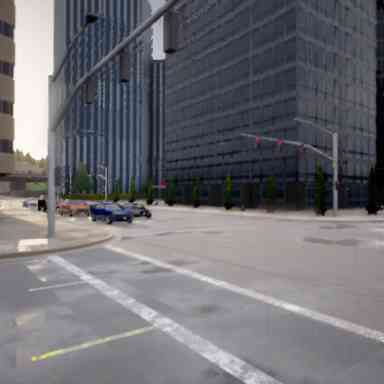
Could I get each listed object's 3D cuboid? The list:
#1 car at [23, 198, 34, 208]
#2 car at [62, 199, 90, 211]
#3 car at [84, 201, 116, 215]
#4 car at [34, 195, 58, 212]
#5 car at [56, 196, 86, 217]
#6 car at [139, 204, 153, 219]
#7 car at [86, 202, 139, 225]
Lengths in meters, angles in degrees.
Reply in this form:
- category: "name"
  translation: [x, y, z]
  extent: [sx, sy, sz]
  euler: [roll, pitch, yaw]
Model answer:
- category: "car"
  translation: [-24.808, 1.658, 51.428]
  extent: [1.812, 1.442, 4.674]
  euler: [0, 0, -35]
- category: "car"
  translation: [-15.607, 1.700, 44.618]
  extent: [2.033, 1.411, 5.357]
  euler: [0, 0, -36]
- category: "car"
  translation: [-10.466, 1.752, 37.537]
  extent: [1.895, 1.301, 4.718]
  euler: [0, 0, -36]
- category: "car"
  translation: [-17.685, 1.351, 41.529]
  extent: [2.150, 2.045, 5.566]
  euler: [0, 0, -36]
- category: "car"
  translation: [-11.590, 1.480, 33.142]
  extent: [2.097, 1.767, 4.553]
  euler: [0, 0, -36]
- category: "car"
  translation: [-5.315, 1.714, 30.451]
  extent: [1.994, 1.385, 4.181]
  euler: [0, 0, -36]
- category: "car"
  translation: [-6.264, 1.604, 25.806]
  extent: [1.882, 1.535, 5.008]
  euler: [0, 0, -36]
